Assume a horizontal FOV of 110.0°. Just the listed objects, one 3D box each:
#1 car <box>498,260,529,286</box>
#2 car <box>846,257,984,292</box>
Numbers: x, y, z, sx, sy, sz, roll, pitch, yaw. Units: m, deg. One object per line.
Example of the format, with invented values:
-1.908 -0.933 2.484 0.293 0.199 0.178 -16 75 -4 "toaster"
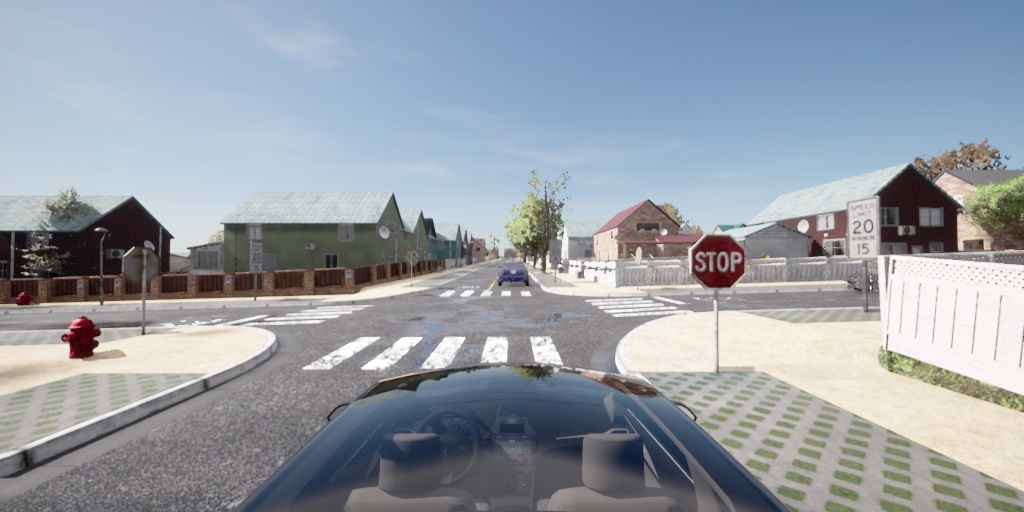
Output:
0.104 1.129 26.054 2.097 1.767 4.553 0 0 0 "car"
16.892 0.806 15.033 4.892 1.490 1.837 -2 -1 0 "car"
